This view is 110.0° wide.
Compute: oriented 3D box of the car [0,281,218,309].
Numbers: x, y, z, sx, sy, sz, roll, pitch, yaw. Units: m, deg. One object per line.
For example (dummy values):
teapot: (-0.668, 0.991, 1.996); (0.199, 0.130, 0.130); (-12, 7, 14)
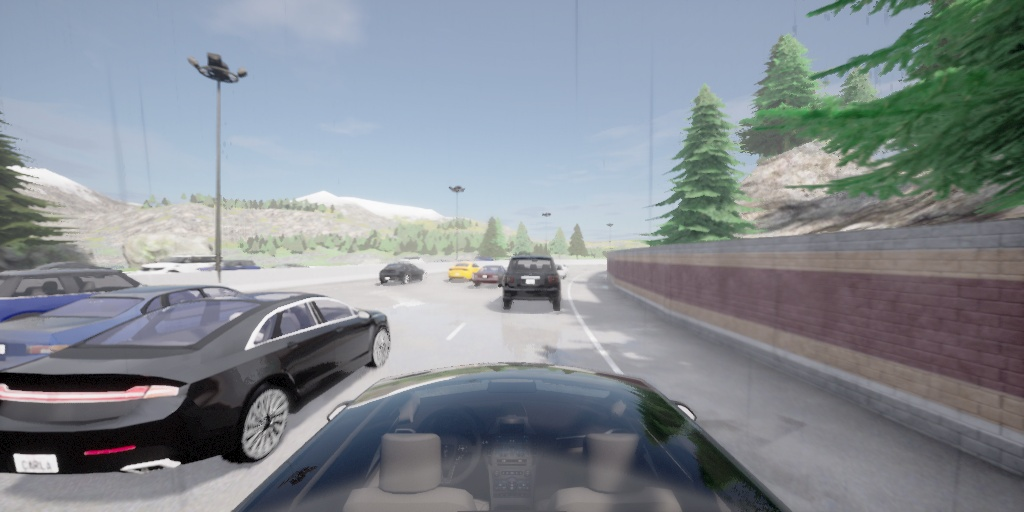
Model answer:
car: (-6.719, 1.283, 7.251); (2.033, 1.411, 5.357); (0, 0, 3)

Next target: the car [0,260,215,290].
car: (-10.101, 1.078, 8.464); (2.097, 1.767, 4.553); (0, 0, 3)

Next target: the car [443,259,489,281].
car: (-3.709, 1.255, 29.972); (1.882, 1.535, 5.008); (0, 0, 12)

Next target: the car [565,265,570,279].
car: (4.199, 1.334, 33.050); (1.812, 1.442, 4.674); (0, 0, 14)

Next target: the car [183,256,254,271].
car: (-22.105, 1.066, 27.911); (2.097, 1.767, 4.553); (0, 0, 10)

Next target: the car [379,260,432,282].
car: (-7.957, 1.264, 26.509); (1.837, 1.490, 4.892); (0, 0, 10)

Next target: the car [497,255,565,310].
car: (0.917, 0.993, 15.062); (2.150, 2.045, 5.566); (0, 0, 6)

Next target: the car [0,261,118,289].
car: (-29.872, 1.160, 23.662); (1.882, 1.535, 5.008); (0, 0, 8)

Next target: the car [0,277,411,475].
car: (-3.257, 1.235, 4.926); (2.128, 1.511, 4.902); (0, 0, 1)

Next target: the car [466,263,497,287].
car: (-1.229, 1.326, 24.704); (2.033, 1.411, 5.357); (0, 0, 10)

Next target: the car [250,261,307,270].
car: (-18.343, 1.292, 29.085); (1.994, 1.385, 4.181); (0, 0, 11)

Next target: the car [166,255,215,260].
car: (-25.638, 0.924, 28.206); (2.150, 2.045, 5.566); (0, 0, 10)
